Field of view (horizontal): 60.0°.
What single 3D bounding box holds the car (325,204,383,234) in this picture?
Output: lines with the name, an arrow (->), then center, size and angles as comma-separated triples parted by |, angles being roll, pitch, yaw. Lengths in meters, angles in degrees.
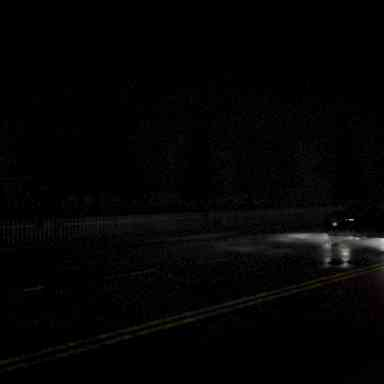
car -> 9.763, 1.488, 19.470 | 4.902, 1.511, 2.128 | 0, 0, -35
